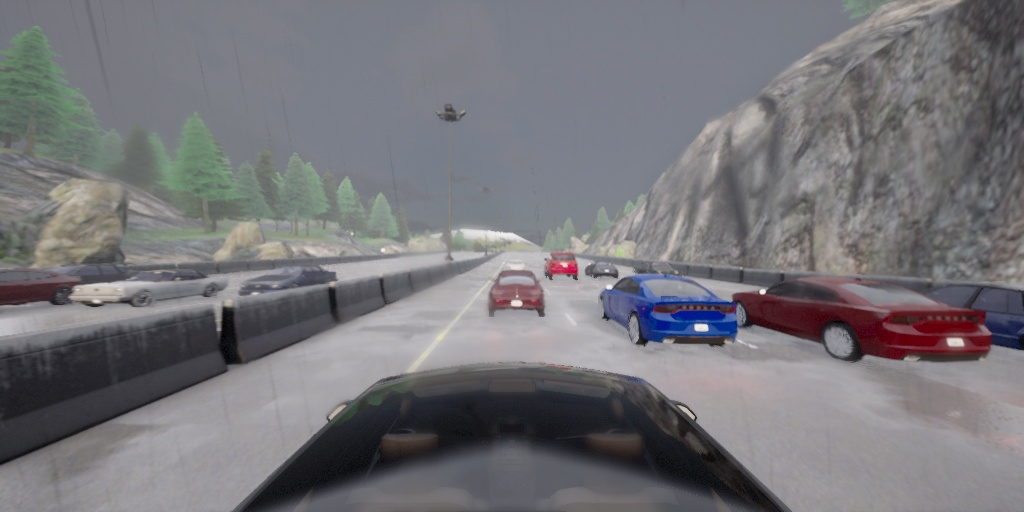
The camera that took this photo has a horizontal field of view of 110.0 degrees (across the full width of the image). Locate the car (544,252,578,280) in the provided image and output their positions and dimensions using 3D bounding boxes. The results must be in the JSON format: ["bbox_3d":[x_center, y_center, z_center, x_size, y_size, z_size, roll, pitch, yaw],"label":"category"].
[{"bbox_3d":[3.785,0.736,28.183,2.150,2.045,5.566,0,1,0],"label":"car"}]

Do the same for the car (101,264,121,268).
[{"bbox_3d":[-20.968,1.093,17.504,2.033,1.411,5.357,0,1,1],"label":"car"}]

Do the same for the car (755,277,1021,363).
[{"bbox_3d":[7.135,1.219,8.223,1.882,1.535,5.008,0,0,0],"label":"car"}]

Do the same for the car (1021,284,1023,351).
[{"bbox_3d":[10.632,1.306,7.849,2.033,1.411,5.357,0,0,0],"label":"car"}]

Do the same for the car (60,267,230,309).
[{"bbox_3d":[-14.004,1.206,14.305,1.895,1.301,4.718,0,0,1],"label":"car"}]

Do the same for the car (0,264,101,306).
[{"bbox_3d":[-17.527,1.135,12.054,1.812,1.442,4.674,0,0,1],"label":"car"}]

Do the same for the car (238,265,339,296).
[{"bbox_3d":[-10.469,1.137,17.426,2.033,1.411,5.357,0,1,1],"label":"car"}]

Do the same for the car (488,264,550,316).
[{"bbox_3d":[0.155,1.201,12.836,1.812,1.442,4.674,0,0,0],"label":"car"}]

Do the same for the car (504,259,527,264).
[{"bbox_3d":[0.297,1.000,29.996,1.812,1.442,4.674,0,1,0],"label":"car"}]

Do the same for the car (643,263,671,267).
[{"bbox_3d":[10.775,1.159,27.084,1.895,1.301,4.718,0,1,0],"label":"car"}]

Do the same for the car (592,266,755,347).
[{"bbox_3d":[3.643,1.197,9.332,1.882,1.535,5.008,0,0,0],"label":"car"}]

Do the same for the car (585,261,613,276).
[{"bbox_3d":[7.293,1.074,29.506,1.994,1.385,4.181,0,1,0],"label":"car"}]
